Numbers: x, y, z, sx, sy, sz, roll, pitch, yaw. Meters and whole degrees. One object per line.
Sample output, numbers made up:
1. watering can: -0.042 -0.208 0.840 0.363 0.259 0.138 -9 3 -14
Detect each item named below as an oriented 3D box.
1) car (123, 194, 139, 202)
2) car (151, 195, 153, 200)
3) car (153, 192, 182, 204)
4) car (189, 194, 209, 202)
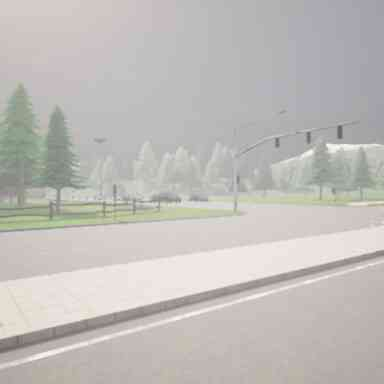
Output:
1. car: -12.896 1.186 70.330 1.882 1.535 5.008 -1 0 -35
2. car: -7.443 1.130 74.746 1.837 1.490 4.892 -1 0 -35
3. car: -3.934 0.945 57.430 2.150 2.045 5.566 -1 0 -35
4. car: 1.236 1.161 62.304 1.837 1.490 4.892 -1 1 -35
